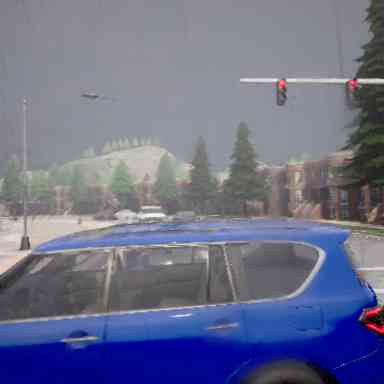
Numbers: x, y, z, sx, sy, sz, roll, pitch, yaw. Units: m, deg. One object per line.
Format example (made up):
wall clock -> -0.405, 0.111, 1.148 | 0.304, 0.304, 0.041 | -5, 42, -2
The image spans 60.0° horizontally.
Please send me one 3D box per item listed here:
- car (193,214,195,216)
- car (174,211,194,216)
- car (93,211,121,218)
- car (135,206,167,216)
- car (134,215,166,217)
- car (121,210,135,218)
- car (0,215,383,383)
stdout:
car -> 1.337, 2.138, 18.958 | 1.812, 1.442, 4.674 | -1, -2, -5
car -> -0.574, 2.610, 32.490 | 1.837, 1.490, 4.892 | -1, -1, -16
car -> -12.646, 3.520, 48.263 | 1.994, 1.385, 4.181 | 0, -3, -42
car -> -3.709, 2.362, 31.075 | 2.150, 2.045, 5.566 | -1, -2, -15
car -> -1.964, 2.111, 16.328 | 1.837, 1.490, 4.892 | -1, -2, -4
car -> -9.905, 3.468, 50.432 | 1.812, 1.442, 4.674 | 0, -3, -41
car -> -0.839, 1.392, 3.644 | 5.566, 2.045, 2.150 | -1, -2, -4
